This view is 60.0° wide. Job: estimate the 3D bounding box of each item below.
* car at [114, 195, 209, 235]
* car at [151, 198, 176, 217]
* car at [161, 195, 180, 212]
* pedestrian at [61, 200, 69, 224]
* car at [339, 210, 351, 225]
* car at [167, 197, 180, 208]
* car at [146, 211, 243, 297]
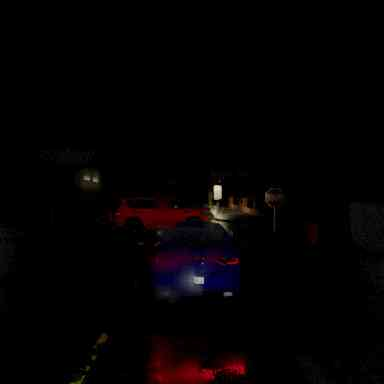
[{"bbox_3d":[-1.636,1.273,19.061,5.566,2.045,2.150,-1,0,1],"label":"car"},{"bbox_3d":[-2.802,1.468,33.914,2.097,1.767,4.553,0,0,0],"label":"car"},{"bbox_3d":[-2.801,1.411,43.724,2.150,2.045,5.566,0,0,0],"label":"car"},{"bbox_3d":[-9.635,1.454,25.085,0.375,1.860,0.375,0,-1,1],"label":"pedestrian"},{"bbox_3d":[12.288,1.400,21.850,5.008,1.535,1.882,-1,-2,1],"label":"car"},{"bbox_3d":[-2.936,1.643,53.899,2.097,1.767,4.553,0,-1,-2],"label":"car"},{"bbox_3d":[0.107,1.492,8.640,1.882,1.535,5.008,0,0,0],"label":"car"}]
